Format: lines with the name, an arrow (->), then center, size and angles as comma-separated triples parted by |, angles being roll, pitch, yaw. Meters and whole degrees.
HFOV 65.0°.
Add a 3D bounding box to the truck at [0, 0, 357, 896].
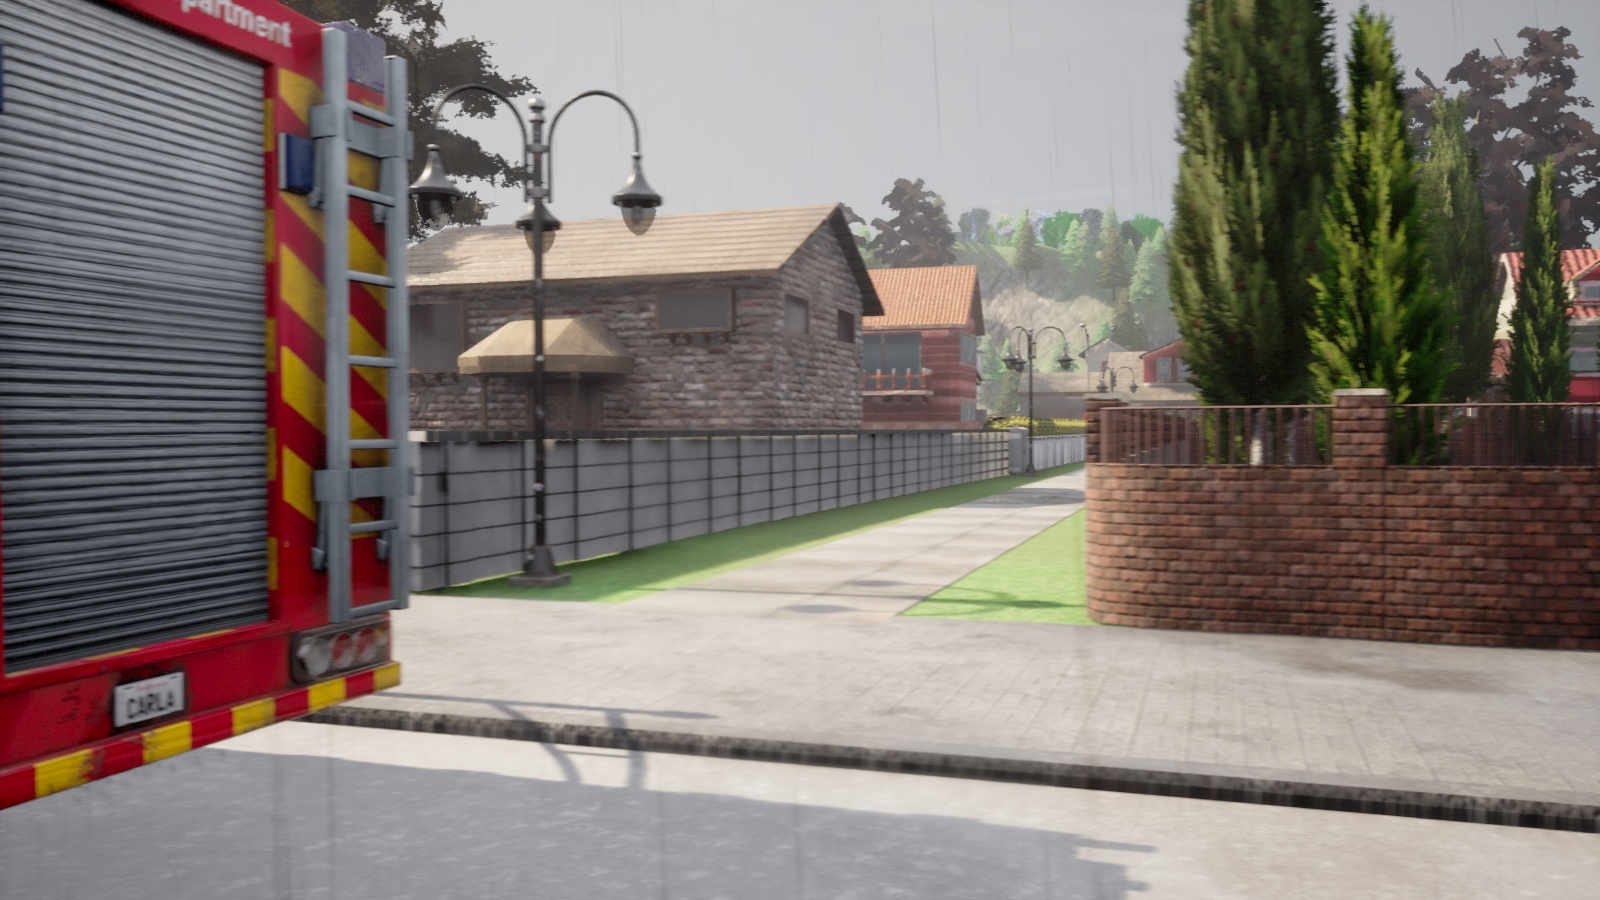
truck -> -6.569, -0.458, 5.915 | 8.468, 3.827, 2.891 | 1, 1, 19
